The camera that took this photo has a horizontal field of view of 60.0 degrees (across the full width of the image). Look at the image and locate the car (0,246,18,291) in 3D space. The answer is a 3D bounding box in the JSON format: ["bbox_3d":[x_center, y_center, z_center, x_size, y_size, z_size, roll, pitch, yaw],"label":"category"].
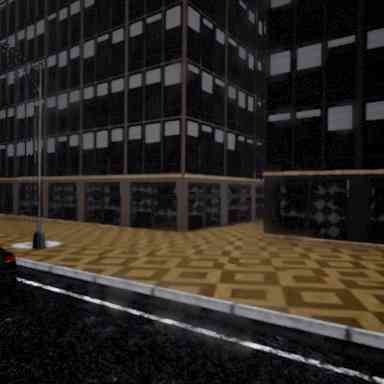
[{"bbox_3d":[-5.940,1.603,7.915,4.674,1.442,1.812,-1,-1,36],"label":"car"}]
